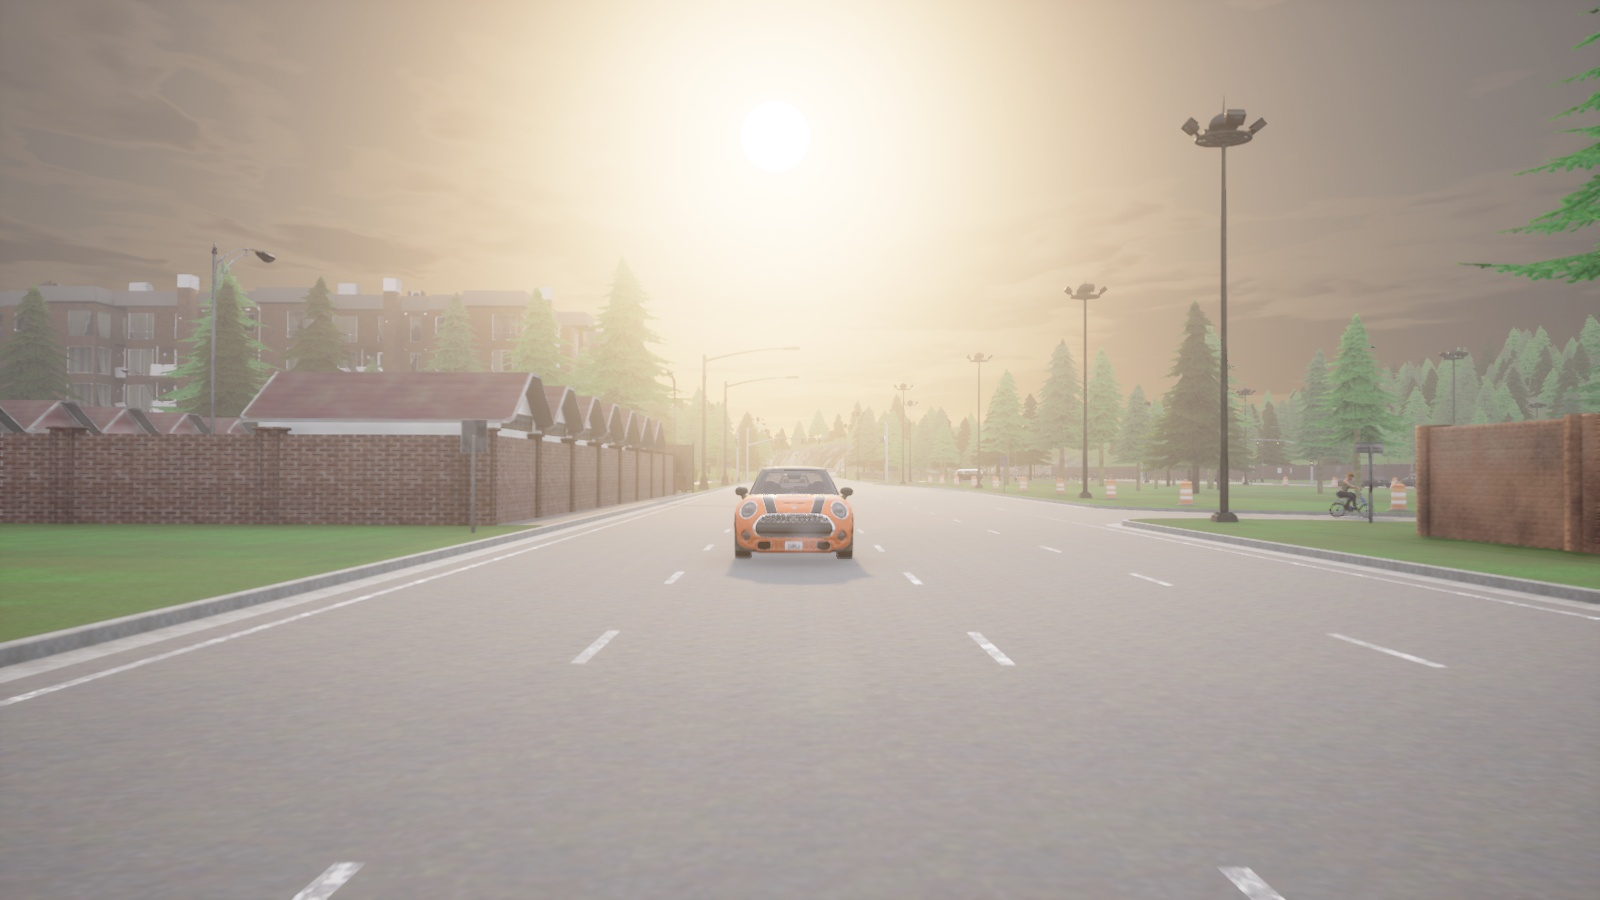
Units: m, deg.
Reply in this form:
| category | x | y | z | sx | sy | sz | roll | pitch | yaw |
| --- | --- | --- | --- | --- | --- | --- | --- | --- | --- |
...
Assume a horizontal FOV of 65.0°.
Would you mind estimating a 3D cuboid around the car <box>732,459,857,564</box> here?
| category | x | y | z | sx | sy | sz | roll | pitch | yaw |
| --- | --- | --- | --- | --- | --- | --- | --- | --- | --- |
| car | -0.102 | 1.080 | 23.500 | 2.097 | 1.767 | 4.553 | 0 | -1 | 0 |

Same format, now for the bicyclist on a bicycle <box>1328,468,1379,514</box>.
| category | x | y | z | sx | sy | sz | roll | pitch | yaw |
| --- | --- | --- | --- | --- | --- | --- | --- | --- | --- |
| bicyclist on a bicycle | 19.535 | 1.442 | 44.322 | 1.509 | 1.612 | 0.866 | 0 | -1 | 31 |
